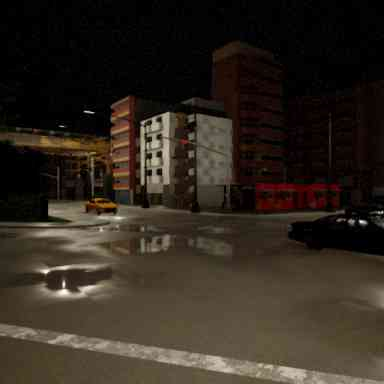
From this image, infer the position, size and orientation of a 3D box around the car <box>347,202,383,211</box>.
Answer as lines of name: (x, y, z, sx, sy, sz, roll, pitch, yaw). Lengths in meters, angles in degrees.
car: (14.630, 1.554, 27.998, 4.181, 1.385, 1.994, 0, 0, -37)

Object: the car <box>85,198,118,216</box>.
car: (-8.874, 1.402, 32.361, 1.882, 1.535, 5.008, 0, 0, -36)

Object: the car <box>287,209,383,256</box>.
car: (6.059, 1.513, 11.947, 2.033, 1.411, 5.357, 0, 0, -36)
